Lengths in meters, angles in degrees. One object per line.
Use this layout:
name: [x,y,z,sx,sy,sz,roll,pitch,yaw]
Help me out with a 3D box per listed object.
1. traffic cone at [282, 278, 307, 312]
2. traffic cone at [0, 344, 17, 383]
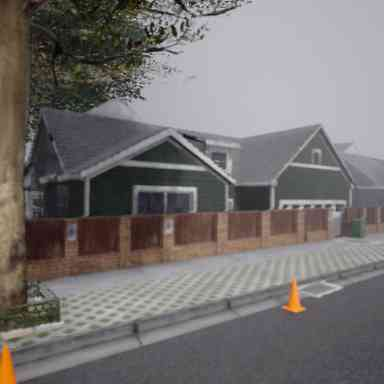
traffic cone: [2.010,1.995,6.534,0.340,0.580,0.340,0,0,-36]
traffic cone: [-2.021,1.961,3.617,0.340,0.580,0.340,0,0,-36]
